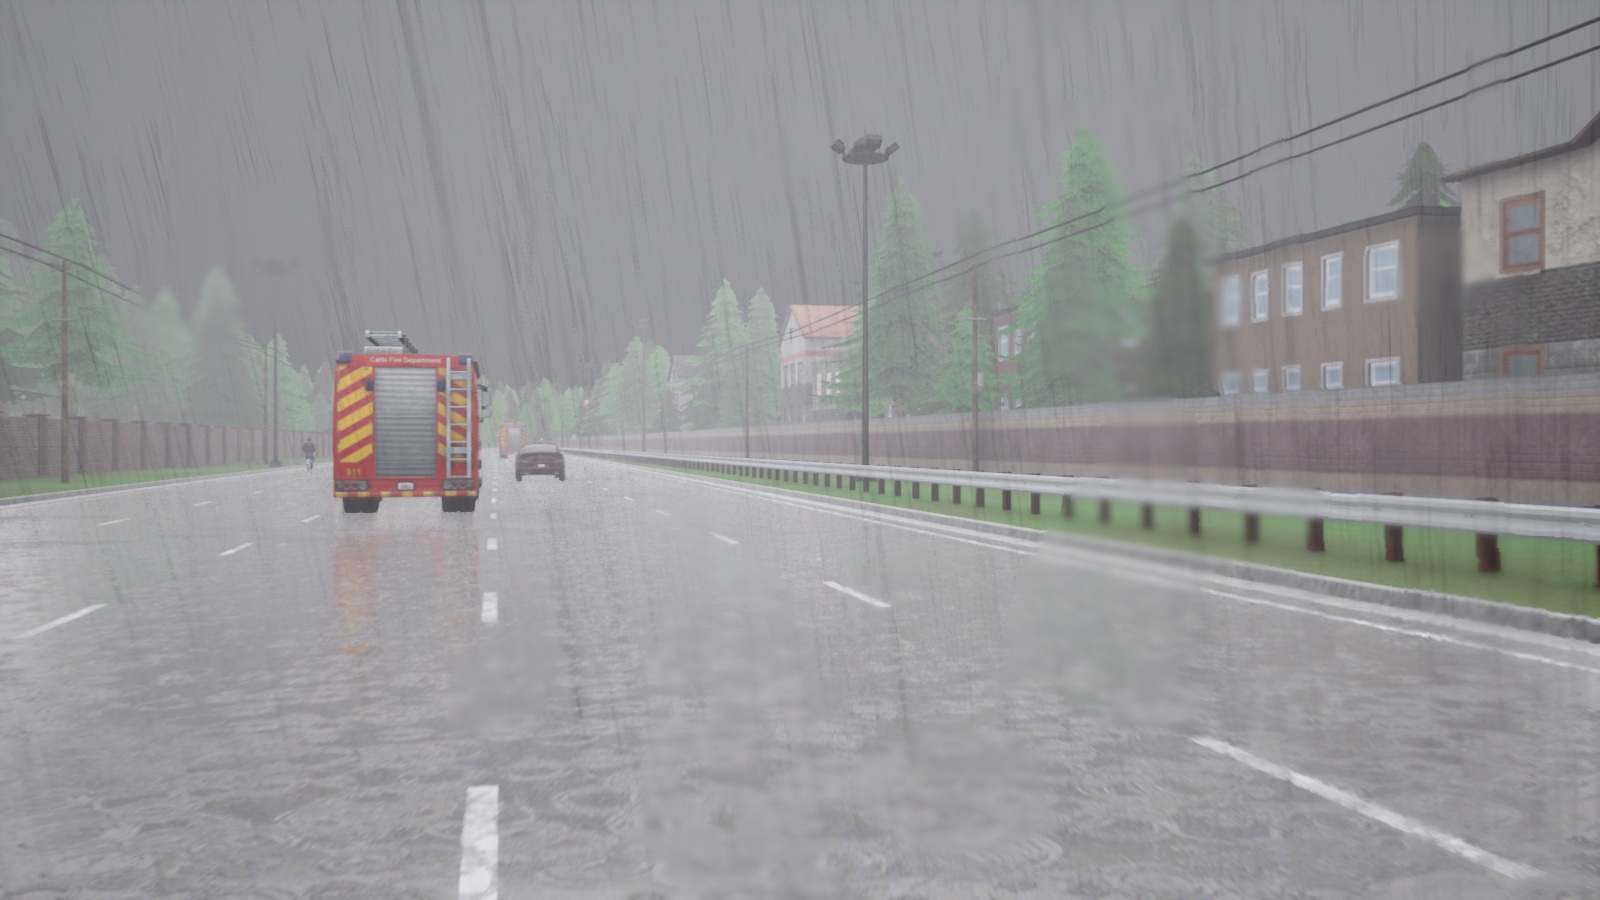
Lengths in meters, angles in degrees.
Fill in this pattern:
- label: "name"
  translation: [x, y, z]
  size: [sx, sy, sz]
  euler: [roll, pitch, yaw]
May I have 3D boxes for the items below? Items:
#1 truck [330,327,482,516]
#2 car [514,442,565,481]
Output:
- label: "truck"
  translation: [-9.111, -0.595, 29.887]
  size: [2.891, 3.827, 8.468]
  euler: [0, 0, -14]
- label: "car"
  translation: [-10.625, 0.427, 51.041]
  size: [1.882, 1.535, 5.008]
  euler: [0, 0, -14]
